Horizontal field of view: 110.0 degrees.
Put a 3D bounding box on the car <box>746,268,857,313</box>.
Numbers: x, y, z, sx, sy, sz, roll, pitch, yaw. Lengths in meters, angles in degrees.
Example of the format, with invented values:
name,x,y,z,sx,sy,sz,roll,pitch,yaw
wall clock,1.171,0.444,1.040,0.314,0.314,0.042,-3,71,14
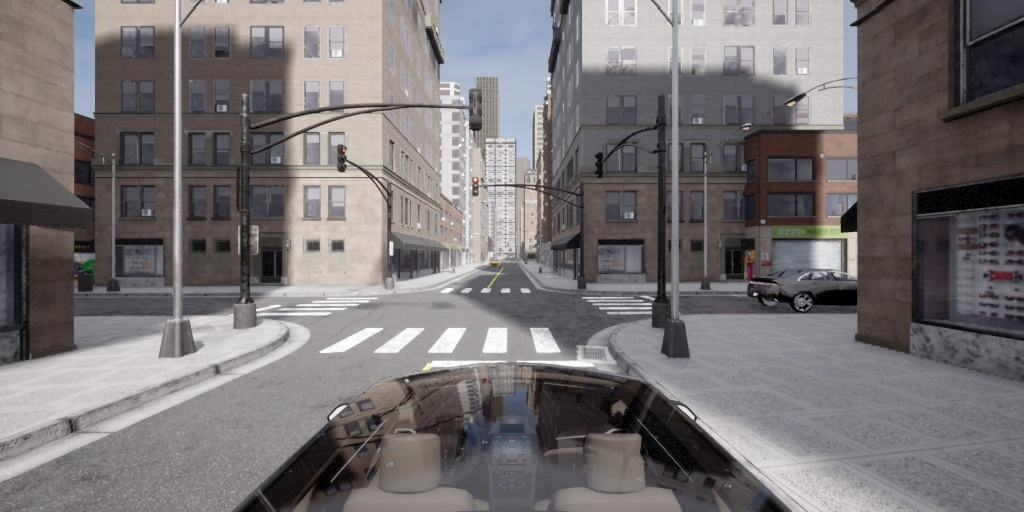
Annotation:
name,x,y,z,sx,sy,sz,roll,pitch,yaw
car,11.429,1.209,13.264,4.902,1.511,2.128,0,0,0

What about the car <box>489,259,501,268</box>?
name,x,y,z,sx,sy,sz,roll,pitch,yaw
car,-2.993,1.208,62.949,1.882,1.535,5.008,0,0,0
